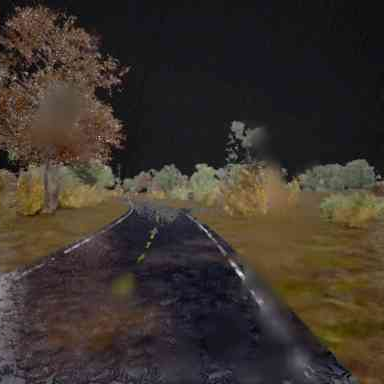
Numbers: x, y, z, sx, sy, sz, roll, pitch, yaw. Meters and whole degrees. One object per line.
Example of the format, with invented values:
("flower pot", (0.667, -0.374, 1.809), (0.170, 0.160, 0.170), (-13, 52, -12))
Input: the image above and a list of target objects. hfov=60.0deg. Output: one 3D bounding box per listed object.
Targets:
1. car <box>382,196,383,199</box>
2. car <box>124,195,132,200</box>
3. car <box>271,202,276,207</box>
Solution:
("car", (35.552, 1.495, 61.169), (4.902, 1.511, 2.128), (0, 0, -27))
("car", (-17.680, 1.385, 91.915), (2.128, 1.511, 4.902), (0, 0, -17))
("car", (10.992, 1.612, 48.390), (5.357, 1.411, 2.033), (0, 0, -27))
